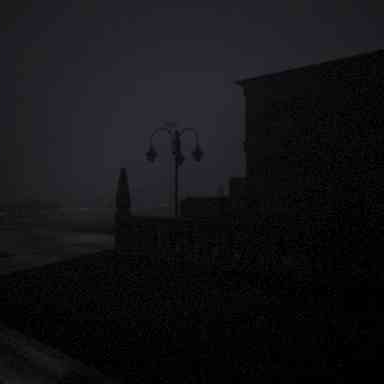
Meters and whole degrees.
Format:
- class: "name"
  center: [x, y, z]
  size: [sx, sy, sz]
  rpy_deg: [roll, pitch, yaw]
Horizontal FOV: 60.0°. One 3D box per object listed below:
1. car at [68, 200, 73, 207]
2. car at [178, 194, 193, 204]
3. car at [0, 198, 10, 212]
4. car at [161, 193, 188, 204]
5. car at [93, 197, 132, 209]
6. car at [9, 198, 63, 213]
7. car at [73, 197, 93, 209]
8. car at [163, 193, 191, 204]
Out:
- class: "car"
  center: [-15.706, 1.436, 48.668]
  size: [2.128, 1.511, 4.902]
  rpy_deg: [0, 0, 36]
- class: "car"
  center: [-0.202, 1.556, 57.973]
  size: [1.895, 1.301, 4.718]
  rpy_deg: [0, 0, 37]
- class: "car"
  center: [-19.268, 1.476, 37.854]
  size: [1.812, 1.442, 4.674]
  rpy_deg: [0, 0, 36]
- class: "car"
  center: [-3.384, 1.170, 65.416]
  size: [2.150, 2.045, 5.566]
  rpy_deg: [0, 0, 36]
- class: "car"
  center: [-10.251, 1.433, 44.275]
  size: [1.882, 1.535, 5.008]
  rpy_deg: [0, 0, 36]
- class: "car"
  center: [-16.409, 1.447, 35.836]
  size: [2.128, 1.511, 4.902]
  rpy_deg: [0, 0, 36]
- class: "car"
  center: [-13.392, 1.429, 45.906]
  size: [1.882, 1.535, 5.008]
  rpy_deg: [0, 0, 36]
- class: "car"
  center: [-2.204, 1.174, 61.147]
  size: [2.150, 2.045, 5.566]
  rpy_deg: [0, 0, 37]
